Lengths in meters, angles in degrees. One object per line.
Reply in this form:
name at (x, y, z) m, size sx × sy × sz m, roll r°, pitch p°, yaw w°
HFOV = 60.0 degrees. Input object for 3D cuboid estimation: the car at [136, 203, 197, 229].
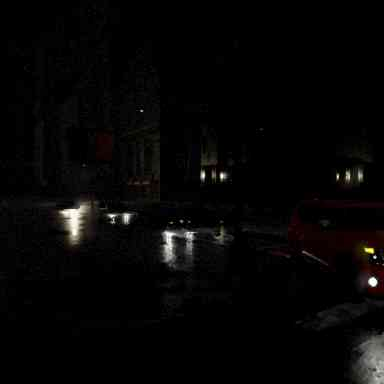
car at (-2.007, 1.498, 21.755) m, size 1.837 × 1.490 × 4.892 m, roll 0°, pitch 0°, yaw -35°

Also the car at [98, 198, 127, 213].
car at (-8.987, 1.463, 37.249) m, size 1.882 × 1.535 × 5.008 m, roll 0°, pitch 0°, yaw -35°

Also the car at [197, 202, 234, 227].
car at (1.041, 1.466, 23.077) m, size 1.882 × 1.535 × 5.008 m, roll 0°, pitch 0°, yaw -35°

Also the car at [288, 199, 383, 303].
car at (4.190, 1.226, 8.561) m, size 2.150 × 2.045 × 5.566 m, roll 1°, pitch 0°, yaw 0°

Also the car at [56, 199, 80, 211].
car at (-15.024, 1.556, 40.182) m, size 1.994 × 1.385 × 4.181 m, roll 0°, pitch 0°, yaw -35°
